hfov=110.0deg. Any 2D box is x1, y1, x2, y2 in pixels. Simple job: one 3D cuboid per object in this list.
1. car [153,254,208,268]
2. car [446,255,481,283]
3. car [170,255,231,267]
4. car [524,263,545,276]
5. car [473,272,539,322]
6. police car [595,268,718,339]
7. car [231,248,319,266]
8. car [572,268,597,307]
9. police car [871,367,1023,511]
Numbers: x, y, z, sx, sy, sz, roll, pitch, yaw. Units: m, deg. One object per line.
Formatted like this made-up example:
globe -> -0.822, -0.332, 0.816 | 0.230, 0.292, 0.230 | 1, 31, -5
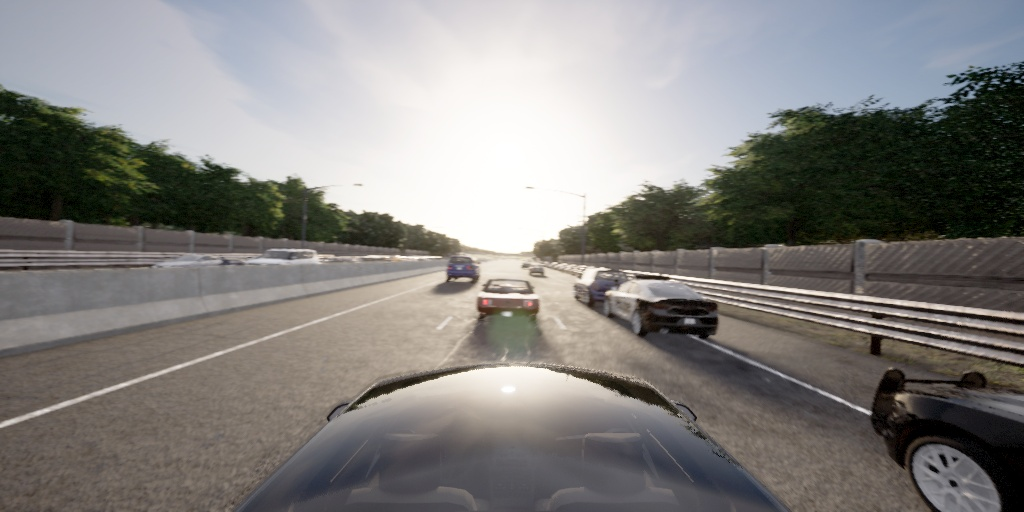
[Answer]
car -> -21.407, 0.586, 24.214 | 1.812, 1.442, 4.674 | 2, 0, 0
car -> -3.758, 0.987, 28.193 | 2.150, 2.045, 5.566 | 2, 0, 0
car -> -17.902, 0.785, 22.236 | 1.895, 1.301, 4.718 | 2, 0, 0
car -> 2.992, 1.668, 44.526 | 2.033, 1.411, 5.357 | 2, 0, 0
car -> -0.145, 1.413, 12.684 | 1.895, 1.301, 4.718 | 2, 0, 0
police car -> 4.320, 1.402, 11.328 | 1.930, 1.638, 5.238 | 2, 0, 0
car -> -14.397, 0.540, 22.688 | 2.150, 2.045, 5.566 | 2, 0, -1
car -> 4.273, 1.361, 17.189 | 2.097, 1.767, 4.553 | 2, 0, 0
police car -> 4.404, 1.343, 1.327 | 1.930, 1.638, 5.238 | 2, 0, 0
